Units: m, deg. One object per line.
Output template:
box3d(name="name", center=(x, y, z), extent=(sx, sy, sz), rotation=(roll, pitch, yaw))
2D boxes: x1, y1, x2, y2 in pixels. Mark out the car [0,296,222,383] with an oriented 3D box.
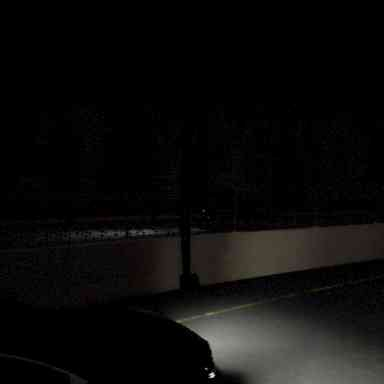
box3d(name="car", center=(-1.976, 1.493, 2.227), extent=(4.892, 1.490, 1.837), rotation=(0, 0, -36))
